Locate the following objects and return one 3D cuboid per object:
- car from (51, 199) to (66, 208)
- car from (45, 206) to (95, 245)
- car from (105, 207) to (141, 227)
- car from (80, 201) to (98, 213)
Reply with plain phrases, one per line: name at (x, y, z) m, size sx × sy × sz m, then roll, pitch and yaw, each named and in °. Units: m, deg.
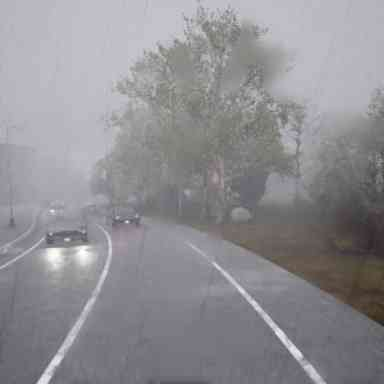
car at (-21.968, 1.985, 54.813) m, size 2.097 × 1.767 × 4.553 m, roll -2°, pitch 0°, yaw -18°
car at (-6.161, 1.703, 16.881) m, size 2.033 × 1.411 × 5.357 m, roll -2°, pitch 0°, yaw -17°
car at (-5.100, 1.712, 24.037) m, size 1.895 × 1.301 × 4.718 m, roll -2°, pitch 0°, yaw -21°
car at (-12.752, 1.885, 41.097) m, size 1.812 × 1.442 × 4.674 m, roll -3°, pitch 0°, yaw -24°
